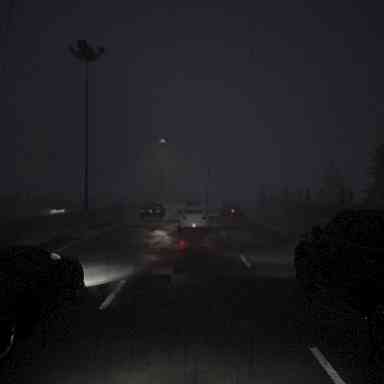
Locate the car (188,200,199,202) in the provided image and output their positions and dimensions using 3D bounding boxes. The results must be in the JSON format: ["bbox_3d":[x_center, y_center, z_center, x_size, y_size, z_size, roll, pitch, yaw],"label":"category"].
[{"bbox_3d":[0.178,1.626,38.815,2.033,1.411,5.357,0,0,2],"label":"car"}]

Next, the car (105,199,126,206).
[{"bbox_3d":[-10.180,1.618,44.773,1.812,1.442,4.674,0,0,5],"label":"car"}]

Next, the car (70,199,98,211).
[{"bbox_3d":[-13.747,1.617,43.379,1.812,1.442,4.674,0,0,3],"label":"car"}]

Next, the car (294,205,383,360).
[{"bbox_3d":[3.602,1.239,5.906,2.150,2.045,5.566,0,0,0],"label":"car"}]

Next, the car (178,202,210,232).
[{"bbox_3d":[0.105,1.570,20.227,1.812,1.442,4.674,0,0,0],"label":"car"}]

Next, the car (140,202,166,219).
[{"bbox_3d":[-3.393,1.610,29.625,2.033,1.411,5.357,0,0,0],"label":"car"}]

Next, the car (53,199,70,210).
[{"bbox_3d":[-17.133,1.662,45.126,1.994,1.385,4.181,0,0,4],"label":"car"}]

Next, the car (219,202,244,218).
[{"bbox_3d":[3.608,1.629,31.201,1.994,1.385,4.181,0,0,0],"label":"car"}]

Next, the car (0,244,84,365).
[{"bbox_3d":[-3.398,1.581,5.785,1.994,1.385,4.181,0,0,0],"label":"car"}]
